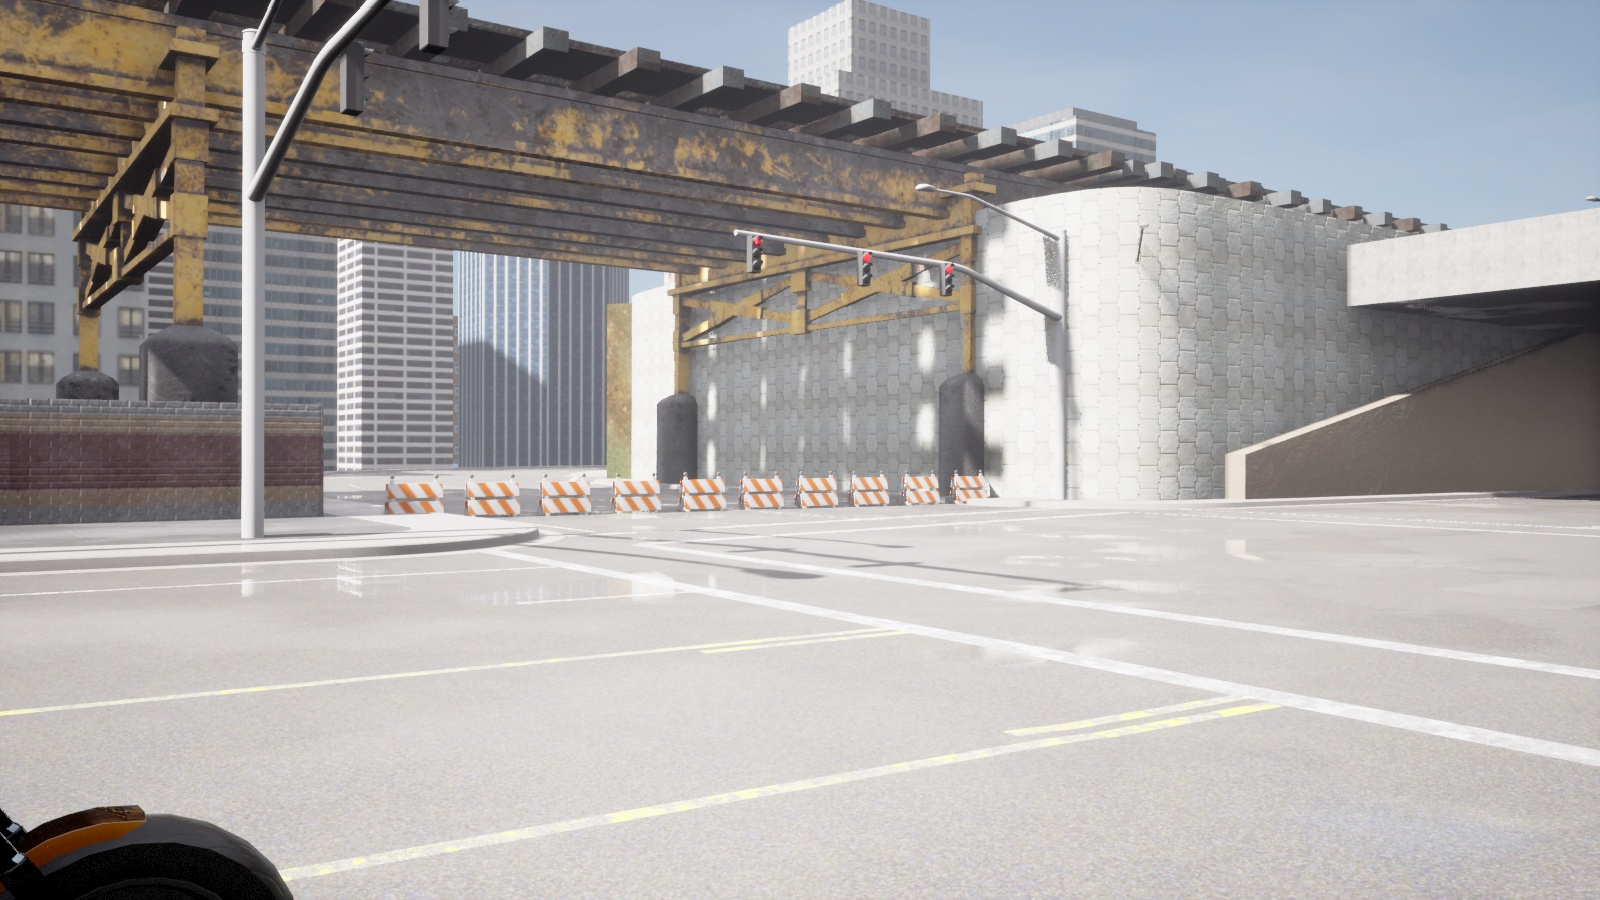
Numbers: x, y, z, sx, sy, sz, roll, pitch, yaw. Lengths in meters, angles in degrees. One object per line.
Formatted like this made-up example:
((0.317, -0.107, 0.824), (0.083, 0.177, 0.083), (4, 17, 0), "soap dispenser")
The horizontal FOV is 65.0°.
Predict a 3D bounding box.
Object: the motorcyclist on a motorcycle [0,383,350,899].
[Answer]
((-2.109, 0.705, 2.229), (2.350, 1.649, 0.766), (0, 0, -34), "motorcyclist on a motorcycle")
